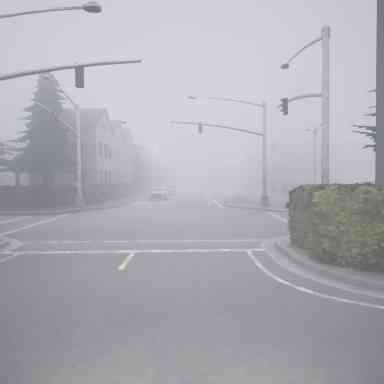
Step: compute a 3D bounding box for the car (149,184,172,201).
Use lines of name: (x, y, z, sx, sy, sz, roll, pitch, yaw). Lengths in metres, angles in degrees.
car: (-3.717, 0.140, 37.804, 1.882, 1.535, 5.008, -1, 2, 0)

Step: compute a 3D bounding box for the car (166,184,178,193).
car: (-3.703, -0.645, 61.264, 1.837, 1.490, 4.892, -1, 1, 0)

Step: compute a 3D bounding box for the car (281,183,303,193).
car: (15.266, -0.542, 52.112, 2.007, 1.523, 4.514, -1, 2, 0)

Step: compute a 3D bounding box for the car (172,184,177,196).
car: (-3.737, -0.333, 47.822, 2.097, 1.767, 4.553, -1, 2, 0)

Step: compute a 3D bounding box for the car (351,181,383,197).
car: (22.259, -0.469, 42.135, 1.932, 1.855, 4.605, -1, 2, 0)

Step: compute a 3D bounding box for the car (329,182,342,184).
car: (25.304, -1.048, 59.525, 2.152, 1.636, 5.027, -1, 2, 0)

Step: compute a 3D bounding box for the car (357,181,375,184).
car: (19.015, -0.182, 34.254, 1.905, 1.878, 3.866, -1, 2, 0)
